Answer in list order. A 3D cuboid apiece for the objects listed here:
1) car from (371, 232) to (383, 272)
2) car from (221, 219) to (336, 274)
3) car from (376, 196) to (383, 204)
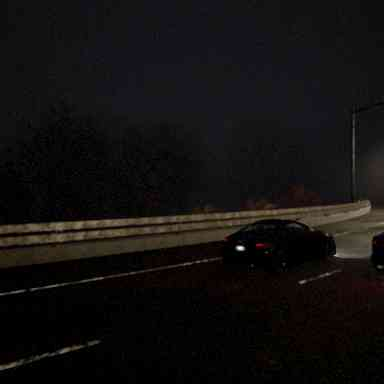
[{"bbox_3d":[7.018,1.488,9.734,5.008,1.535,1.882,0,0,-42],"label":"car"},{"bbox_3d":[2.893,1.575,10.774,4.181,1.385,1.994,0,0,-41],"label":"car"},{"bbox_3d":[35.991,1.464,61.937,2.033,1.411,5.357,0,0,14],"label":"car"}]
